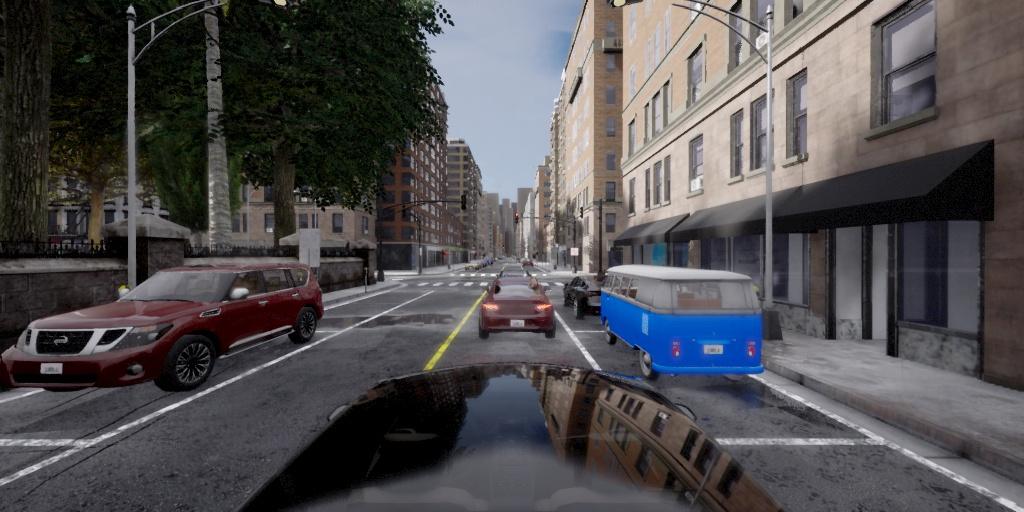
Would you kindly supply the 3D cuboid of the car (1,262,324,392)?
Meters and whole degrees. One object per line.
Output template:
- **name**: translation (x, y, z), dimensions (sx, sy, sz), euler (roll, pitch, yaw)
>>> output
- **car**: translation (-5.657, 1.064, 6.923), dimensions (2.192, 1.841, 5.009), euler (0, 0, 0)

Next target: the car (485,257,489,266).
- **car**: translation (-5.533, 1.266, 61.513), dimensions (1.888, 1.381, 4.507), euler (0, 0, 0)

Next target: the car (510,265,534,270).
- **car**: translation (0.114, 1.345, 18.807), dimensions (1.895, 1.301, 4.718), euler (0, 0, -1)

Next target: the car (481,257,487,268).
- **car**: translation (-5.545, 1.272, 56.062), dimensions (2.007, 1.370, 4.403), euler (0, 0, 0)

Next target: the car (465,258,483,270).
- **car**: translation (-5.558, 1.248, 50.442), dimensions (1.751, 1.417, 4.829), euler (0, 0, 0)

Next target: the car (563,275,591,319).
- **car**: translation (2.881, 1.313, 12.604), dimensions (1.948, 1.339, 4.313), euler (0, 0, 0)

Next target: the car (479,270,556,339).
- **car**: translation (0.124, 1.274, 9.985), dimensions (1.812, 1.442, 4.674), euler (0, 0, 0)

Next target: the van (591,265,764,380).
- **van**: translation (2.868, 1.090, 6.944), dimensions (1.690, 1.789, 3.998), euler (0, 0, 0)
